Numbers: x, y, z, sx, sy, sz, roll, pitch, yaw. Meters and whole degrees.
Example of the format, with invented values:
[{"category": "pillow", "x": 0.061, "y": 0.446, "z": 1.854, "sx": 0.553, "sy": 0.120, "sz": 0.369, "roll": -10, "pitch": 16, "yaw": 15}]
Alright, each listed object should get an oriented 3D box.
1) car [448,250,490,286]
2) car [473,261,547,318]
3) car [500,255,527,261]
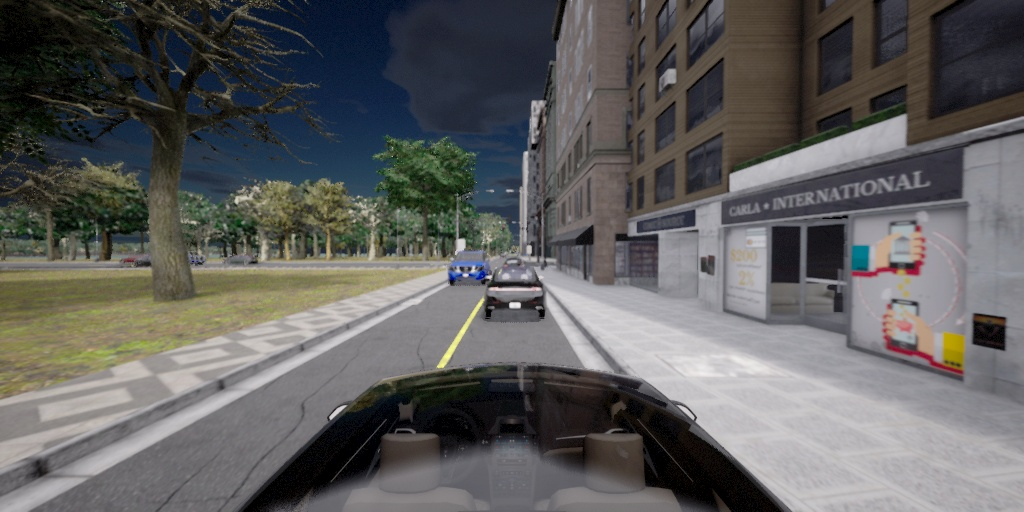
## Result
[{"category": "car", "x": -2.545, "y": 0.666, "z": 22.486, "sx": 2.150, "sy": 2.045, "sz": 5.566, "roll": 0, "pitch": 1, "yaw": 0}, {"category": "car", "x": 0.109, "y": 1.086, "z": 12.145, "sx": 2.128, "sy": 1.511, "sz": 4.902, "roll": 0, "pitch": 1, "yaw": 1}, {"category": "car", "x": 0.156, "y": 0.879, "z": 29.097, "sx": 1.812, "sy": 1.442, "sz": 4.674, "roll": 0, "pitch": 1, "yaw": 0}]
